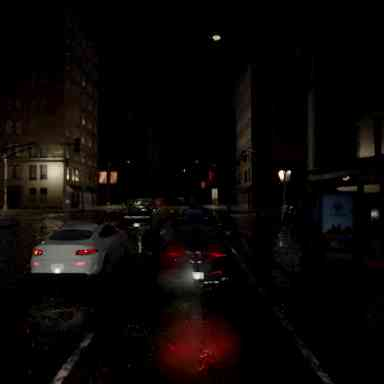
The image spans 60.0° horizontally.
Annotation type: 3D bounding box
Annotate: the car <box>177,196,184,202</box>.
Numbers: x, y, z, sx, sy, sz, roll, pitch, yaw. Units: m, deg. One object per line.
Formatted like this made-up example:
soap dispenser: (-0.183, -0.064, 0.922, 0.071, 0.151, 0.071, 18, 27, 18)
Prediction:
car: (-3.124, 1.940, 92.731, 1.882, 1.535, 5.008, 0, 0, 0)

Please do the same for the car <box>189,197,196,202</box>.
car: (0.113, 2.099, 83.096, 2.128, 1.511, 4.902, 0, 0, 0)

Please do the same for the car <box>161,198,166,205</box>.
car: (-6.478, 1.958, 61.466, 1.812, 1.442, 4.674, 0, 0, 1)

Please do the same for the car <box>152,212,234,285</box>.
car: (0.107, 1.576, 9.689, 1.837, 1.490, 4.892, 0, 0, 0)

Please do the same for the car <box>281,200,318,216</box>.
car: (12.508, 1.682, 36.411, 4.553, 1.767, 2.097, 0, -1, 0)

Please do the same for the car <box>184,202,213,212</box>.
car: (0.394, 1.668, 21.841, 1.812, 1.442, 4.674, 1, 0, 5)

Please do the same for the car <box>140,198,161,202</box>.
car: (-6.519, 1.876, 52.442, 1.837, 1.490, 4.892, 0, 0, 0)

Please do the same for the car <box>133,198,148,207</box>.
car: (-9.712, 1.934, 63.029, 2.128, 1.511, 4.902, 0, 0, 1)

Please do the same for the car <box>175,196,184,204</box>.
car: (-3.138, 2.086, 82.310, 2.128, 1.511, 4.902, 0, 0, 0)

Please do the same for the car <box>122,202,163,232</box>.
car: (-3.224, 1.643, 21.124, 2.128, 1.511, 4.902, 0, 0, -2)

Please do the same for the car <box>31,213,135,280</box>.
car: (-3.144, 1.597, 10.077, 1.812, 1.442, 4.674, 0, 0, 0)

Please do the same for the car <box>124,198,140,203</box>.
car: (-9.763, 1.879, 52.900, 1.837, 1.490, 4.892, 0, 0, 0)

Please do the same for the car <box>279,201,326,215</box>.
car: (13.150, 1.875, 39.661, 5.008, 1.535, 1.882, 0, -1, 1)

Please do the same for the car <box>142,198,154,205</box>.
car: (-9.651, 2.036, 73.243, 1.812, 1.442, 4.674, 0, 0, 0)
